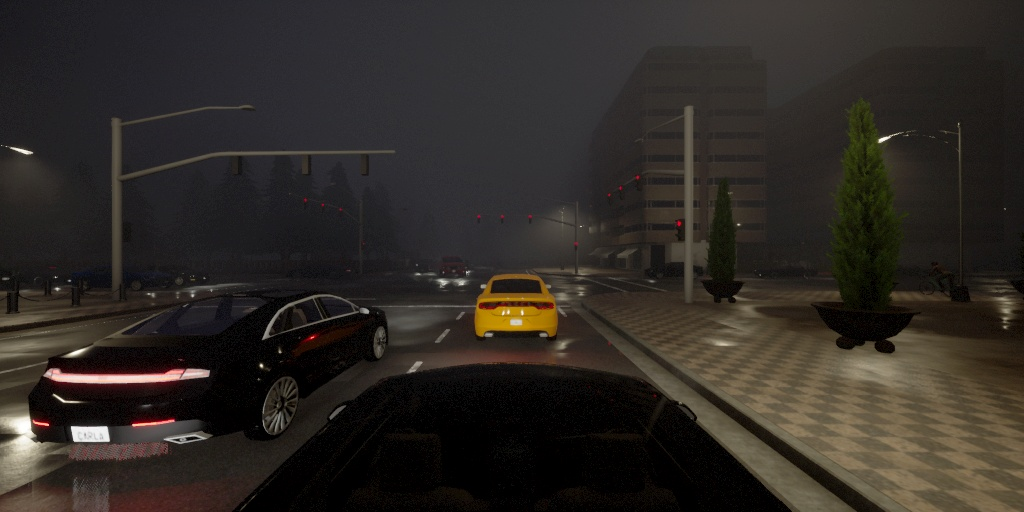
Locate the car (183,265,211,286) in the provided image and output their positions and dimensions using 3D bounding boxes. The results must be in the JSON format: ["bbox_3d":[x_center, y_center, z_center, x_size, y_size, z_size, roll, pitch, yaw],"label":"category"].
[{"bbox_3d":[-24.015,1.310,25.231,4.892,1.490,1.837,0,0,1],"label":"car"}]

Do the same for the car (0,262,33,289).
[{"bbox_3d":[-33.367,1.027,21.697,5.566,2.045,2.150,0,0,0],"label":"car"}]

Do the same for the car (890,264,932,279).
[{"bbox_3d":[34.925,1.406,32.563,4.718,1.301,1.895,0,0,0],"label":"car"}]

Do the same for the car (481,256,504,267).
[{"bbox_3d":[-3.111,1.243,64.758,2.128,1.511,4.902,0,0,25],"label":"car"}]

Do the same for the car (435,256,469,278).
[{"bbox_3d":[-5.927,0.996,34.832,2.150,2.045,5.566,-1,1,-15],"label":"car"}]

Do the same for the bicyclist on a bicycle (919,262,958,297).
[{"bbox_3d":[20.288,1.106,17.051,0.582,1.620,1.656,0,0,0],"label":"bicyclist on a bicycle"}]

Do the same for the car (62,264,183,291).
[{"bbox_3d":[-23.432,1.283,21.721,5.008,1.535,1.882,0,0,0],"label":"car"}]

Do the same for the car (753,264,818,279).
[{"bbox_3d":[24.726,1.406,32.545,4.718,1.301,1.895,0,0,0],"label":"car"}]

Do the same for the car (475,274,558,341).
[{"bbox_3d":[0.107,1.228,9.936,1.882,1.535,5.008,0,0,0],"label":"car"}]

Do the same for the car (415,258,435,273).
[{"bbox_3d":[-10.300,1.102,43.733,2.097,1.767,4.553,0,0,2],"label":"car"}]

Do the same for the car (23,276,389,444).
[{"bbox_3d":[-3.423,1.242,5.354,2.128,1.511,4.902,0,0,1],"label":"car"}]

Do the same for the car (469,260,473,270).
[{"bbox_3d":[-6.566,1.255,49.662,1.837,1.490,4.892,0,0,4],"label":"car"}]

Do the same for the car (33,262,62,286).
[{"bbox_3d":[-33.757,1.353,25.194,5.357,1.411,2.033,0,0,0],"label":"car"}]

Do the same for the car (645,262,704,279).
[{"bbox_3d":[14.649,1.283,32.520,5.008,1.535,1.882,0,0,0],"label":"car"}]

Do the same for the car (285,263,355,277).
[{"bbox_3d":[-17.023,1.353,32.038,5.357,1.411,2.033,0,0,-7],"label":"car"}]
